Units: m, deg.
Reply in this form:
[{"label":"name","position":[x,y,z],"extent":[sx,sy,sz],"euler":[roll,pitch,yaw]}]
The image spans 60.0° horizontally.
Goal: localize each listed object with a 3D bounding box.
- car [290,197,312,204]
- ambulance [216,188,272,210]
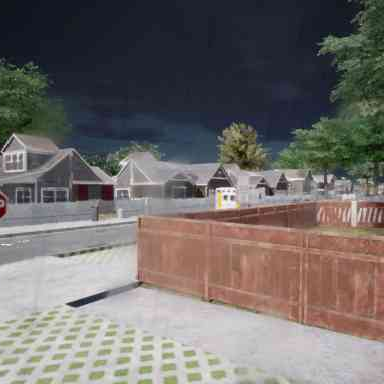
[{"label":"car","position":[15.156,1.413,46.050],"extent":[1.994,1.385,4.181],"euler":[0,0,36]},{"label":"ambulance","position":[4.383,0.925,26.478],"extent":[2.351,2.431,6.366],"euler":[0,0,36]}]
